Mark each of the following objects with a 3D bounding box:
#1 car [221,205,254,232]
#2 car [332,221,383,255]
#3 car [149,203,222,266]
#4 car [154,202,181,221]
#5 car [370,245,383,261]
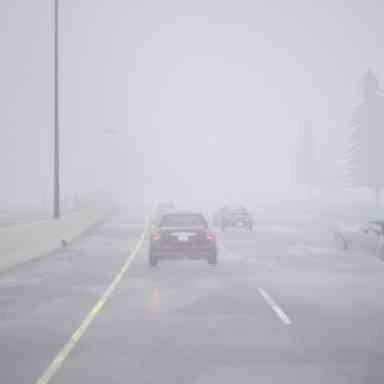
[{"bbox_3d":[2.416,1.558,20.687,2.128,1.511,4.902,0,0,-6],"label":"car"},{"bbox_3d":[6.699,1.620,11.370,1.895,1.301,4.718,0,0,-3],"label":"car"},{"bbox_3d":[-0.380,1.396,11.953,2.097,1.767,4.553,0,0,-3],"label":"car"},{"bbox_3d":[-2.296,1.663,30.177,2.033,1.411,5.357,0,0,-9],"label":"car"},{"bbox_3d":[3.510,1.488,2.003,2.128,1.511,4.902,0,0,-1],"label":"car"}]
